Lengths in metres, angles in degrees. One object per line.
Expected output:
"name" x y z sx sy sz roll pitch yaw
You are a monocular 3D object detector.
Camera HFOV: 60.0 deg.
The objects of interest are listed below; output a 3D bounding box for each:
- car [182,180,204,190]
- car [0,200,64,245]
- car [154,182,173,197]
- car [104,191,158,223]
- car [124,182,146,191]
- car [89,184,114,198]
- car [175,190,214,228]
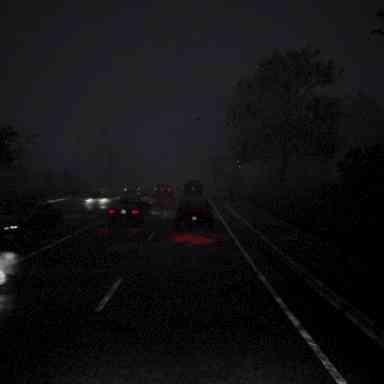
"car" 0.116 -0.377 37.654 2.150 2.045 5.566 0 3 0
"car" -7.045 1.151 13.958 2.128 1.511 4.902 0 3 0
"car" -3.397 -0.377 40.121 2.097 1.767 4.553 0 3 0
"car" -3.470 0.921 19.391 2.033 1.411 5.357 0 3 0
"car" -7.065 -0.435 41.200 2.097 1.767 4.553 0 3 0
"car" -10.572 -0.195 39.080 1.882 1.535 5.008 0 3 0
"car" 0.108 0.930 17.895 1.882 1.535 5.008 0 3 0
